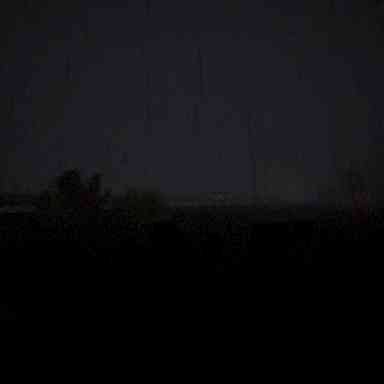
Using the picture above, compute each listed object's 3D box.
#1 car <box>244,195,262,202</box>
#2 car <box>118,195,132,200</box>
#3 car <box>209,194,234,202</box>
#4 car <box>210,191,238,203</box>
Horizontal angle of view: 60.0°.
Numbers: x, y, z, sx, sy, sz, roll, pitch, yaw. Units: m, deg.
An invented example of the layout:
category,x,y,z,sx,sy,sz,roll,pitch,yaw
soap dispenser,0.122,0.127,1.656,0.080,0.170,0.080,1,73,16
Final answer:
category,x,y,z,sx,sy,sz,roll,pitch,yaw
car,11.862,1.308,64.054,1.895,1.301,4.718,1,0,36
car,-7.832,0.872,42.848,2.033,1.411,5.357,1,0,36
car,5.493,1.126,61.198,2.033,1.411,5.357,1,0,36
car,5.485,0.809,55.105,2.150,2.045,5.566,1,0,39
